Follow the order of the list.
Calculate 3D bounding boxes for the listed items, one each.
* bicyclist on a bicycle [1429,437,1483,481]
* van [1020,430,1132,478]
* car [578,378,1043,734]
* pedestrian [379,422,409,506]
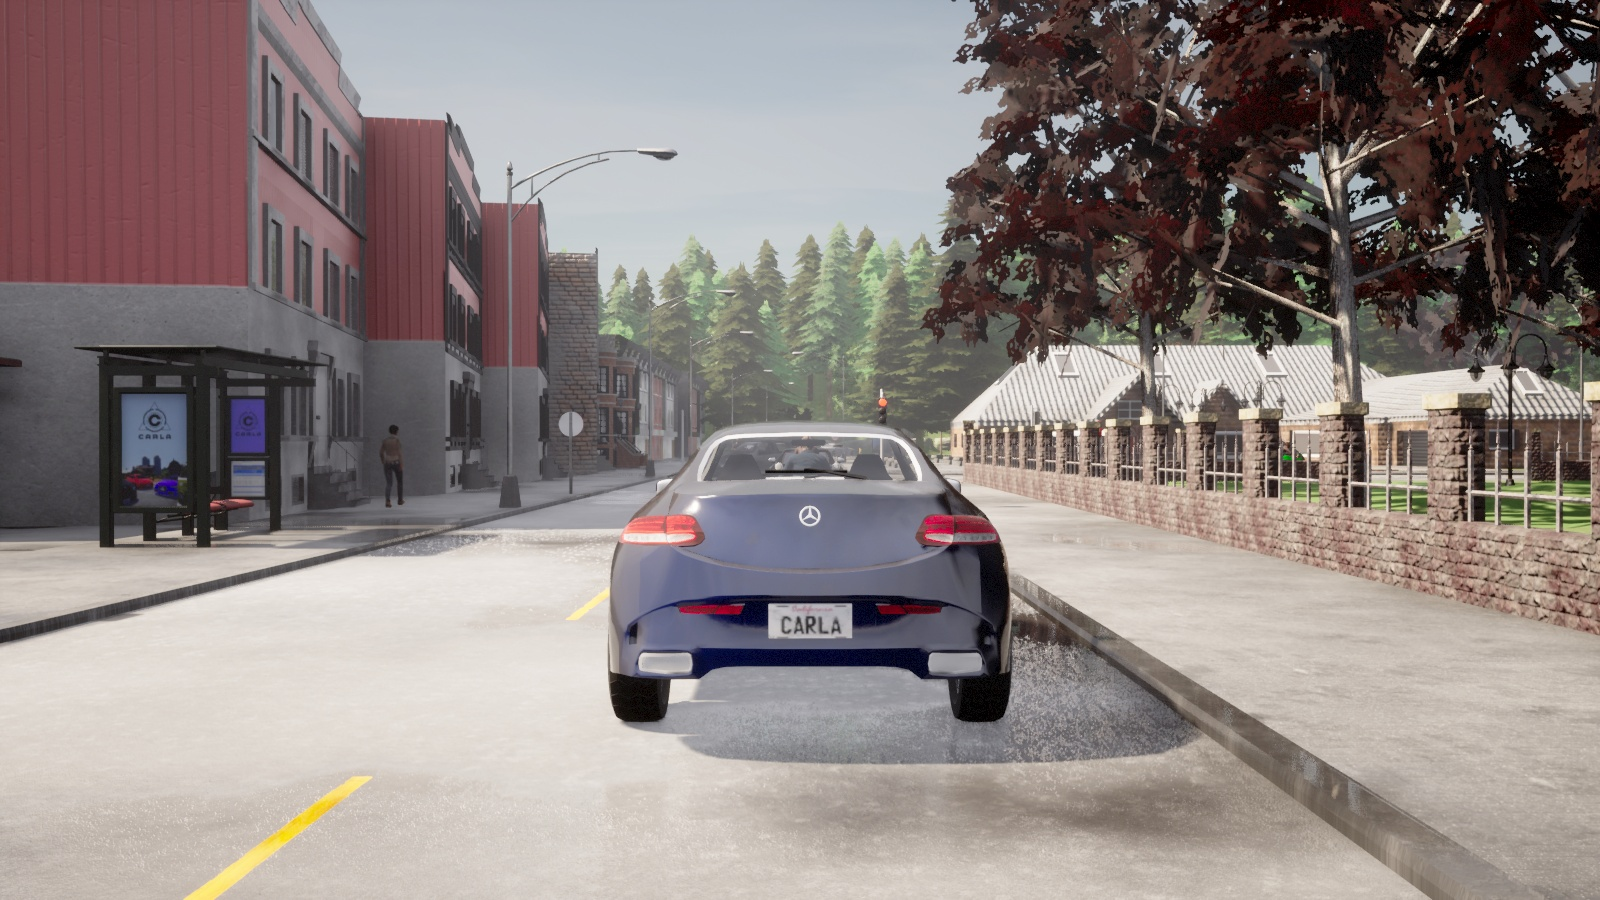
[{"bbox_3d":[26.748,0.349,51.210,1.843,1.776,0.659,0,0,-1],"label":"bicyclist on a bicycle"},{"bbox_3d":[12.096,0.167,55.339,4.480,2.038,2.069,0,0,0],"label":"van"},{"bbox_3d":[0.057,0.478,8.336,2.152,1.651,5.027,0,0,0],"label":"car"},{"bbox_3d":[-8.810,0.295,27.258,0.328,1.805,0.869,0,0,3],"label":"pedestrian"}]
